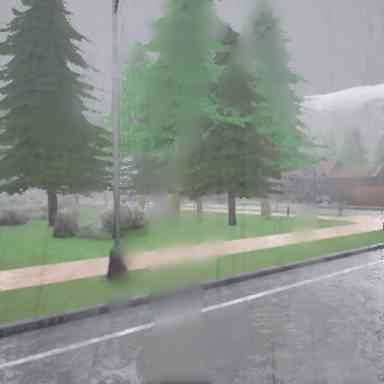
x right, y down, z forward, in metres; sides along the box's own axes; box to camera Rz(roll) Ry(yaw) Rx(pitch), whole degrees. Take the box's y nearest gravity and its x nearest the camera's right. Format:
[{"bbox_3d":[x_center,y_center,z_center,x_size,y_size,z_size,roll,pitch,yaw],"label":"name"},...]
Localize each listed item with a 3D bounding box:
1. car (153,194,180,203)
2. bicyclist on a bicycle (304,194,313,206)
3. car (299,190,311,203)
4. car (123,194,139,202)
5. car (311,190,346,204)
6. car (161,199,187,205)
[{"bbox_3d":[-4.457,1.083,57.222,2.128,1.511,4.902,-1,0,-41],"label":"car"},{"bbox_3d":[13.875,0.810,39.636,1.656,1.620,0.582,-1,1,-37],"label":"bicyclist on a bicycle"},{"bbox_3d":[16.217,0.638,44.954,3.866,1.878,1.905,-1,1,-37],"label":"car"},{"bbox_3d":[-11.471,1.137,64.693,4.674,1.442,1.812,0,1,41],"label":"car"},{"bbox_3d":[18.035,0.630,43.174,4.605,1.855,1.932,-1,1,-37],"label":"car"},{"bbox_3d":[-2.807,0.856,49.415,2.150,2.045,5.566,-1,1,-37],"label":"car"}]
